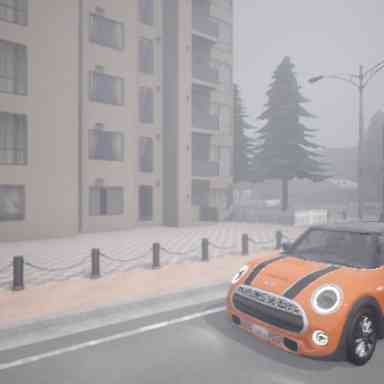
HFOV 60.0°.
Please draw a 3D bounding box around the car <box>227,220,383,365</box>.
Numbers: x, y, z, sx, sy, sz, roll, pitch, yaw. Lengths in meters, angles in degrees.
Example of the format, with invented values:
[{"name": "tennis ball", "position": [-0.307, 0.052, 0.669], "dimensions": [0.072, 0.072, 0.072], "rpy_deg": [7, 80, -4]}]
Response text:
[{"name": "car", "position": [2.790, 1.363, 5.956], "dimensions": [4.553, 1.767, 2.097], "rpy_deg": [0, 0, -35]}]
